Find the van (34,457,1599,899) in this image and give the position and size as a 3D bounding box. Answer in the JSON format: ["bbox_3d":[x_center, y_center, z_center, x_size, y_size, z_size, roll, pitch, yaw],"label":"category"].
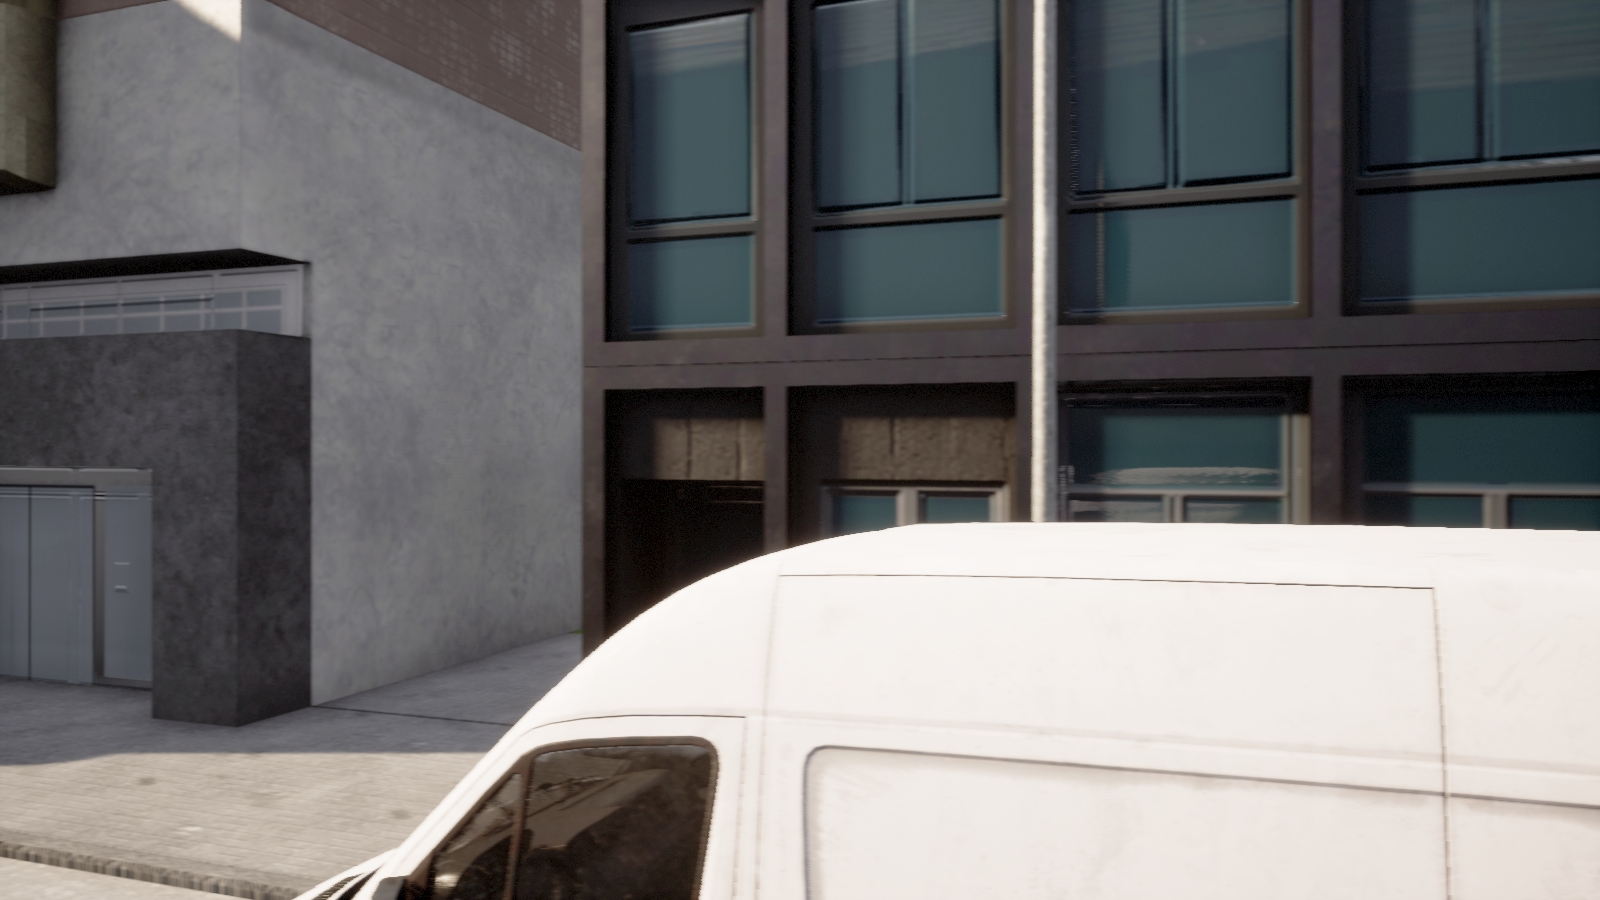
[{"bbox_3d":[0.711,1.313,3.525,5.915,2.561,1.988,0,0,20],"label":"van"}]
